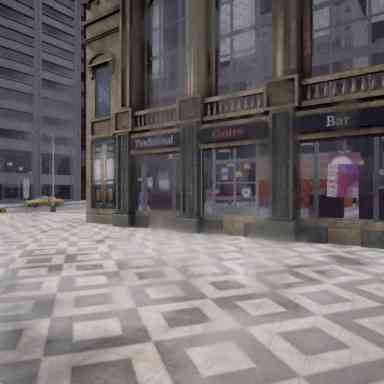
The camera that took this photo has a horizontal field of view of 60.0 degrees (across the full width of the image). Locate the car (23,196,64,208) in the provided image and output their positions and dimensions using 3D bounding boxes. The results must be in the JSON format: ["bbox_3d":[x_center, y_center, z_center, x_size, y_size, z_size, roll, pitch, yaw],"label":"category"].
[{"bbox_3d":[-18.517,1.144,41.565,1.752,1.417,4.829,1,2,36],"label":"car"}]

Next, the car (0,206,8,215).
[{"bbox_3d":[-18.034,1.341,27.664,1.752,1.417,4.829,1,2,36],"label":"car"}]
